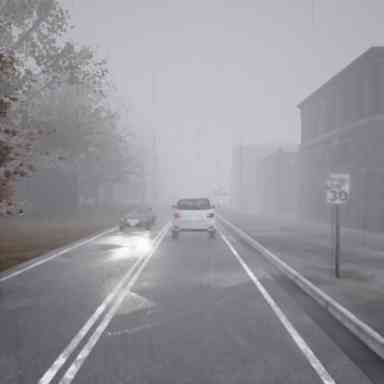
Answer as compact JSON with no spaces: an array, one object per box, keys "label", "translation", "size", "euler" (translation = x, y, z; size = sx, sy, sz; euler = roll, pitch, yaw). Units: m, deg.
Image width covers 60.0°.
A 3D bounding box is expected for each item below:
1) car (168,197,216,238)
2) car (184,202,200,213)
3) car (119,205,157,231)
[{"label":"car","translation":[0.084,1.289,18.210],"size":[2.150,2.045,5.566],"euler":[0,0,0]},{"label":"car","translation":[0.012,1.972,42.602],"size":[1.895,1.301,4.718],"euler":[0,-1,0]},{"label":"car","translation":[-3.371,1.586,21.358],"size":[2.128,1.511,4.902],"euler":[0,-1,0]}]
